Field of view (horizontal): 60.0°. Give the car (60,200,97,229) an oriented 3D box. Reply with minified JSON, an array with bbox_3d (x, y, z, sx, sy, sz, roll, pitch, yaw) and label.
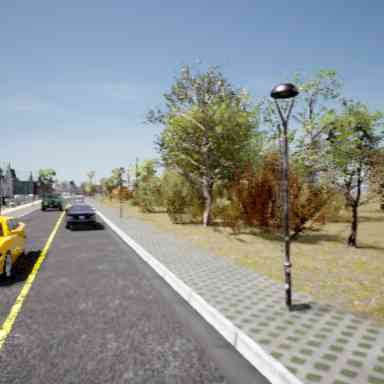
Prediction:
[{"bbox_3d":[-7.235,1.502,21.664,2.033,1.411,5.357,-1,0,-19],"label":"car"}]

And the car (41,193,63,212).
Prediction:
[{"bbox_3d":[-16.411,1.178,39.154,2.150,2.045,5.566,-1,0,-19],"label":"car"}]

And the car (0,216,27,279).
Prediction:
[{"bbox_3d":[-6.186,1.493,9.895,1.882,1.535,5.008,-1,1,-19],"label":"car"}]

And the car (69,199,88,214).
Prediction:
[{"bbox_3d":[-12.324,1.527,36.099,1.895,1.301,4.718,-1,0,-19],"label":"car"}]
